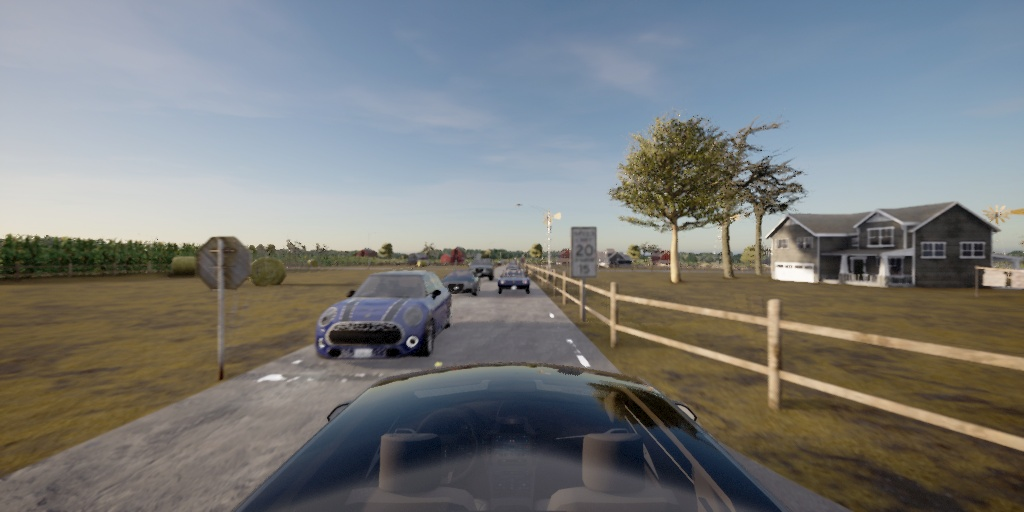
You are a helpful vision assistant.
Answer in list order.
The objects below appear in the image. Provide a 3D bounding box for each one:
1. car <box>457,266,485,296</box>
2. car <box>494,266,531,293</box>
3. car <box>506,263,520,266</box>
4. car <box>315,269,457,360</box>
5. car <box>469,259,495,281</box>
[{"bbox_3d":[-2.839,1.468,20.291,1.994,1.385,4.181,0,-1,0],"label":"car"},{"bbox_3d":[0.111,1.518,22.227,1.895,1.301,4.718,0,-1,0],"label":"car"},{"bbox_3d":[0.122,1.703,39.640,1.895,1.301,4.718,0,-1,0],"label":"car"},{"bbox_3d":[-2.718,1.153,8.617,2.097,1.767,4.553,0,0,-2],"label":"car"},{"bbox_3d":[-2.821,1.267,34.155,2.150,2.045,5.566,0,-1,0],"label":"car"}]
